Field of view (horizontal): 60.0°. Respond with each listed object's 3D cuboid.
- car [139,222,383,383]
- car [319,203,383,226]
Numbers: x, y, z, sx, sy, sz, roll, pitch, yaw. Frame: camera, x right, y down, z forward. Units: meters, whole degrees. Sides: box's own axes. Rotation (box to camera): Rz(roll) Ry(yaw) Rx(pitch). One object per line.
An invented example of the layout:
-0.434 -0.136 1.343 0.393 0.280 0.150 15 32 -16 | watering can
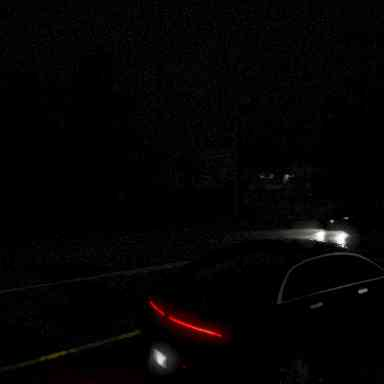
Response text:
1.625 1.466 4.904 4.892 1.490 1.837 -1 0 -36 | car
9.117 1.353 18.969 4.181 1.385 1.994 -1 1 -35 | car
